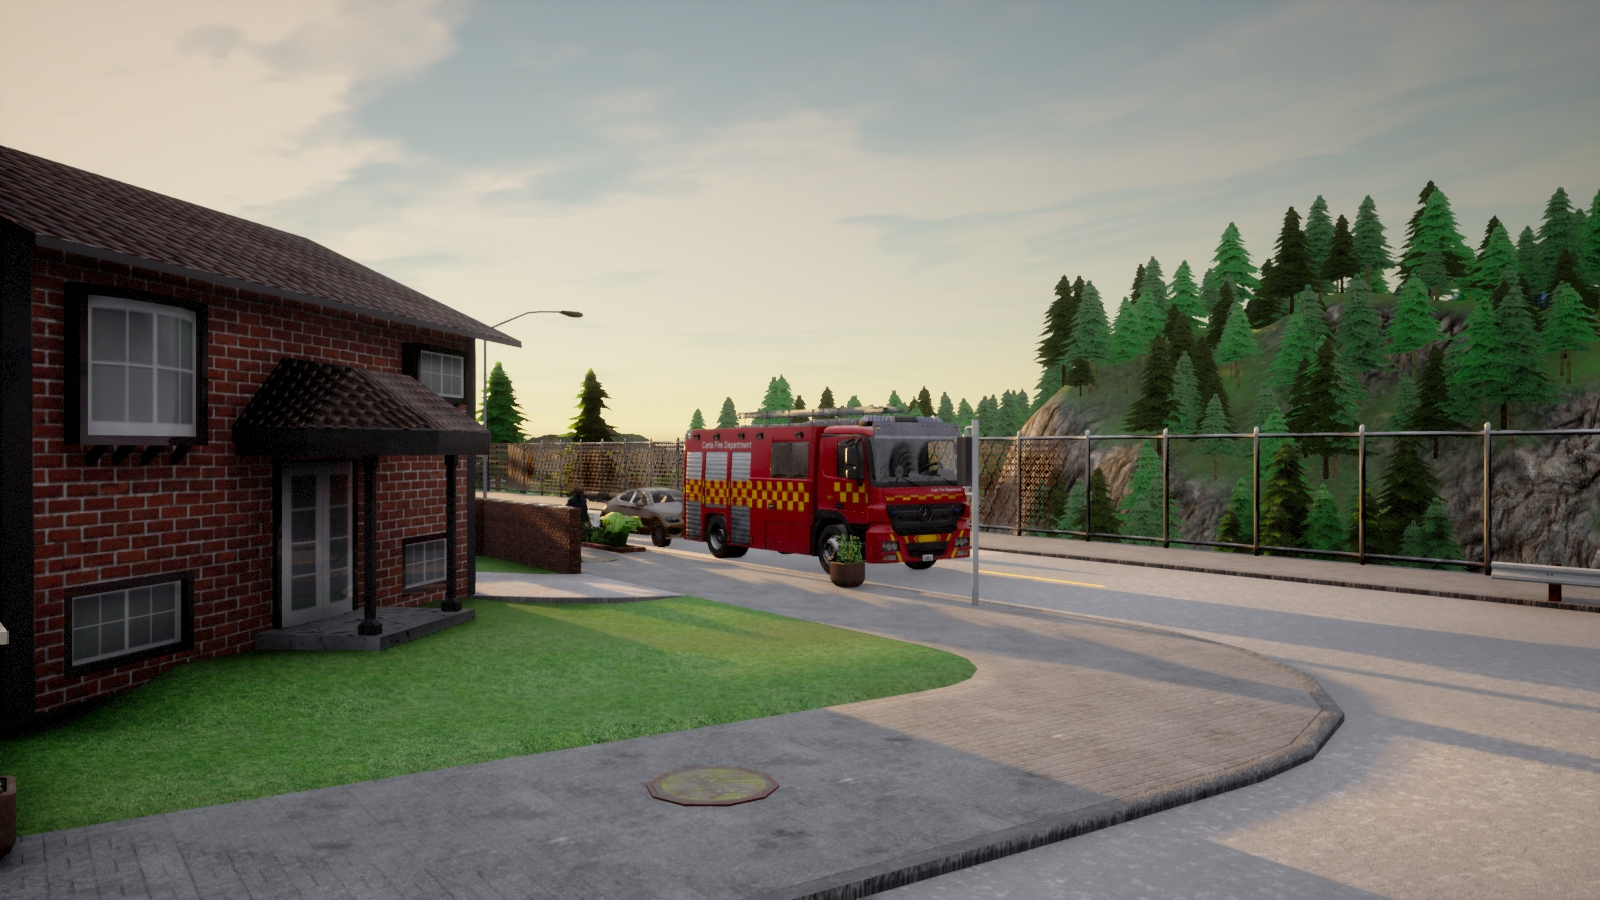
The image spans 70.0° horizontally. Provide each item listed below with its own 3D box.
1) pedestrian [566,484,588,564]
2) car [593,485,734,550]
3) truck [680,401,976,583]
[{"bbox_3d":[-5.297,1.745,27.143,0.375,1.860,0.375,0,0,-38],"label":"pedestrian"},{"bbox_3d":[-4.259,1.991,34.925,2.152,1.651,5.027,0,0,-35],"label":"car"},{"bbox_3d":[0.353,0.890,28.322,2.891,3.827,8.468,0,0,-35],"label":"truck"}]
